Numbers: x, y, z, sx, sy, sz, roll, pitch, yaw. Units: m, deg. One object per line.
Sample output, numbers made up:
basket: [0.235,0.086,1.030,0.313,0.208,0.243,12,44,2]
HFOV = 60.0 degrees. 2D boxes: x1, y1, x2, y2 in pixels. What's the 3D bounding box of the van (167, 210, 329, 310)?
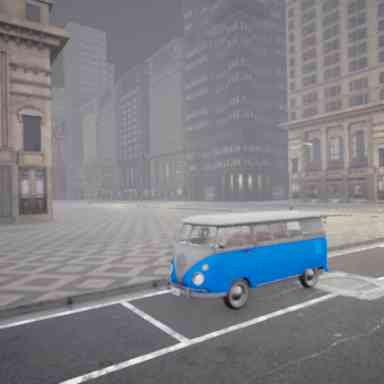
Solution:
van: [1.389,1.358,7.598,3.998,1.788,1.690,-1,-1,-35]
